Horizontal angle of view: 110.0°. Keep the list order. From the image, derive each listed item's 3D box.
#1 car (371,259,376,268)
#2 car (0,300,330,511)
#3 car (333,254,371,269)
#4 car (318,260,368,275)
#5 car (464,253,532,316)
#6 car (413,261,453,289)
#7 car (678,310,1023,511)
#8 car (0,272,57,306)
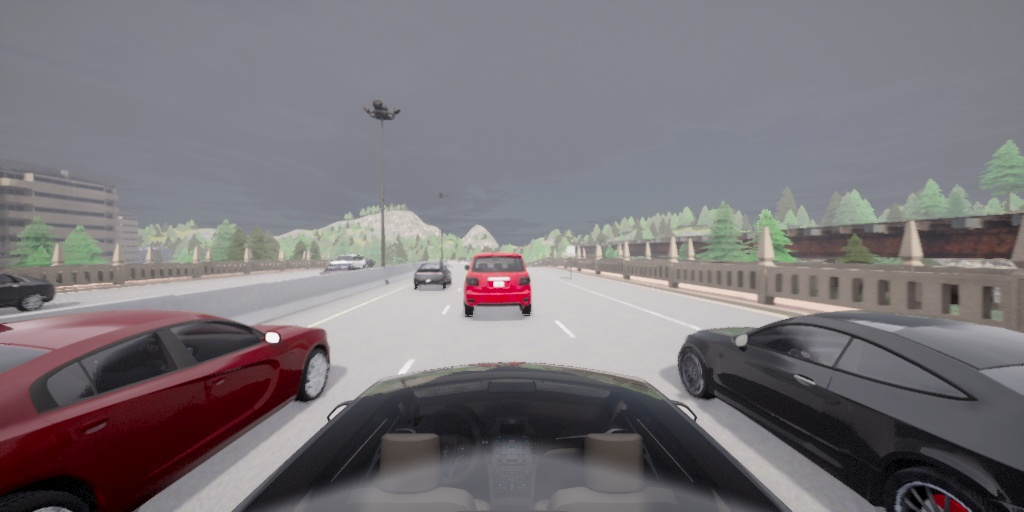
[{"bbox_3d":[-21.355,1.124,52.303,1.837,1.490,4.892,0,-1,-4],"label":"car"},{"bbox_3d":[-3.570,1.234,3.299,1.882,1.535,5.008,0,0,-1],"label":"car"},{"bbox_3d":[-16.632,0.848,36.572,2.150,2.045,5.566,0,0,-4],"label":"car"},{"bbox_3d":[-12.273,1.229,25.862,1.994,1.385,4.181,0,0,-4],"label":"car"},{"bbox_3d":[-0.570,0.903,13.179,2.150,2.045,5.566,0,0,-4],"label":"car"},{"bbox_3d":[-4.757,1.141,21.992,2.128,1.511,4.902,0,0,-4],"label":"car"},{"bbox_3d":[3.410,1.250,3.417,1.812,1.442,4.674,0,0,-1],"label":"car"},{"bbox_3d":[-18.169,1.285,11.540,1.837,1.490,4.892,0,0,-4],"label":"car"}]
